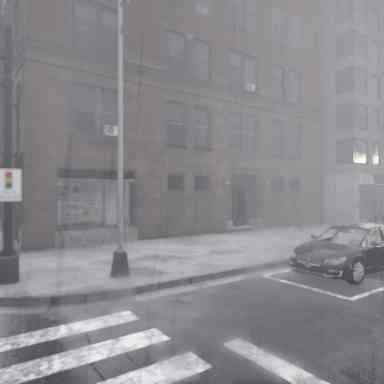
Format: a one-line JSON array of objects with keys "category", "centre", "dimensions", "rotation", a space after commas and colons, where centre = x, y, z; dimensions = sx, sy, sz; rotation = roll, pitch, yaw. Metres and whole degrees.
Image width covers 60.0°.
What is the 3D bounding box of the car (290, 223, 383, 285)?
[{"category": "car", "centre": [4.648, 1.588, 9.502], "dimensions": [4.403, 1.369, 2.008], "rotation": [0, 0, -35]}]
